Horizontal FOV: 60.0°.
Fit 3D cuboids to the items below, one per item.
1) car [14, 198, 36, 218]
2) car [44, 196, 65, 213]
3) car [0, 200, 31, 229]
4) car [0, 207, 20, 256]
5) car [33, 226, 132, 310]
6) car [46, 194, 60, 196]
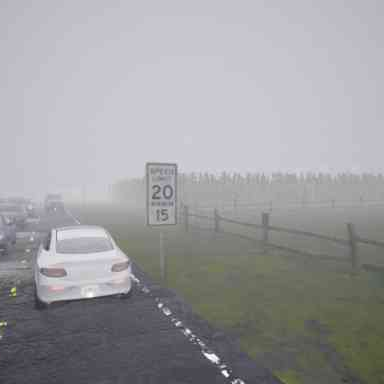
[{"bbox_3d":[-15.427,1.357,30.190,2.097,1.767,4.553,0,0,-23],"label":"car"},{"bbox_3d":[-14.990,1.510,36.425,1.837,1.490,4.892,0,0,-23],"label":"car"},{"bbox_3d":[-11.534,1.509,21.156,1.837,1.490,4.892,0,0,-23],"label":"car"},{"bbox_3d":[-7.951,1.529,12.886,1.812,1.442,4.674,0,0,-24],"label":"car"},{"bbox_3d":[-2.683,1.528,7.890,1.812,1.442,4.674,0,0,-23],"label":"car"},{"bbox_3d":[-19.007,1.227,45.555,2.150,2.045,5.566,0,0,-23],"label":"car"}]
